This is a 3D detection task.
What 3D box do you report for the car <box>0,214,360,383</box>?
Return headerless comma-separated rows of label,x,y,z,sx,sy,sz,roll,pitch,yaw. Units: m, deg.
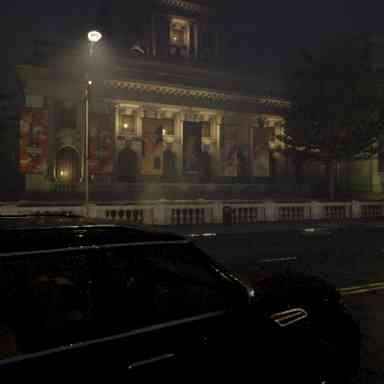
car,-0.917,1.224,2.805,5.566,2.045,2.150,0,0,-34
